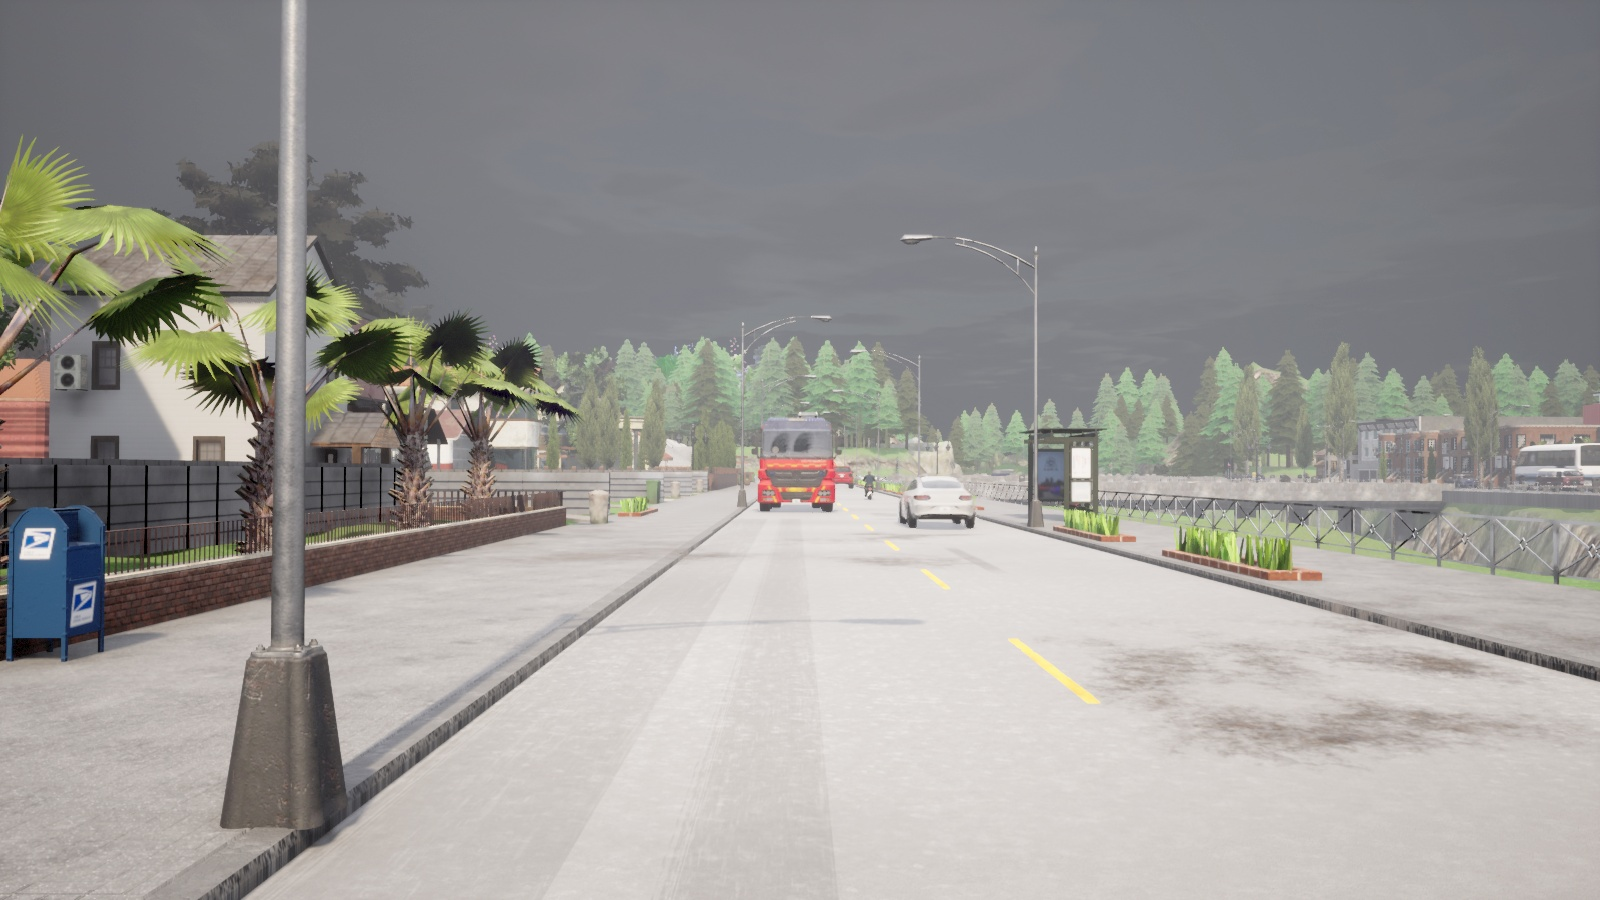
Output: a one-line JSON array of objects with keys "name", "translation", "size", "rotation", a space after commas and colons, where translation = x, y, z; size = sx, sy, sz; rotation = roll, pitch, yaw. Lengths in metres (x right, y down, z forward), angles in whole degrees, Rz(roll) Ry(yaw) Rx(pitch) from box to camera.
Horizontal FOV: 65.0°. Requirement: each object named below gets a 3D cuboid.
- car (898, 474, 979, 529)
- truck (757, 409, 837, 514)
[{"name": "car", "translation": [3.909, 1.431, 36.189], "size": [1.812, 1.442, 4.674], "rotation": [0, -1, 0]}, {"name": "truck", "translation": [-0.131, 0.487, 49.952], "size": [2.891, 3.827, 8.468], "rotation": [0, -1, 0]}]
